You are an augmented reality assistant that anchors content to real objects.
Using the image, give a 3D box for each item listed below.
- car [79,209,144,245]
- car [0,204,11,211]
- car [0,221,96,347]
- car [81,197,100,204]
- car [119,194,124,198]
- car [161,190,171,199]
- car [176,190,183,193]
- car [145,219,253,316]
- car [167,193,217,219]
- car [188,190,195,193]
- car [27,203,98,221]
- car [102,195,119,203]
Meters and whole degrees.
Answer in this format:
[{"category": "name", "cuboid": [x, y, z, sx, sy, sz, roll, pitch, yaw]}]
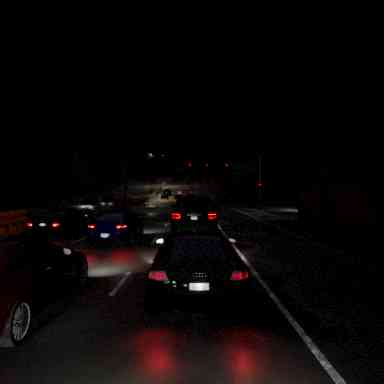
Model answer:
[{"category": "car", "cuboid": [-3.407, 1.526, 15.299, 1.812, 1.442, 4.674, 0, 0, 0]}, {"category": "car", "cuboid": [-17.612, 1.601, 28.432, 1.895, 1.301, 4.718, 0, 0, 0]}, {"category": "car", "cuboid": [-3.408, 1.526, 6.170, 1.812, 1.442, 4.674, 0, 0, 0]}, {"category": "car", "cuboid": [-17.601, 1.601, 57.739, 1.895, 1.301, 4.718, 0, 0, 0]}, {"category": "car", "cuboid": [-17.623, 1.244, 83.877, 2.033, 1.411, 5.357, 0, 2, 0]}, {"category": "car", "cuboid": [-7.142, 1.070, 87.093, 1.812, 1.442, 4.674, 0, 3, 0]}, {"category": "car", "cuboid": [-3.642, 1.070, 87.113, 1.812, 1.442, 4.674, 0, 3, 0]}, {"category": "car", "cuboid": [0.103, 1.564, 7.612, 1.994, 1.385, 4.181, 0, 0, -1]}, {"category": "car", "cuboid": [0.093, 1.221, 17.016, 2.150, 2.045, 5.566, 0, 0, 0]}, {"category": "car", "cuboid": [-0.145, 1.000, 87.522, 1.882, 1.535, 5.008, 0, 3, 0]}, {"category": "car", "cuboid": [-6.898, 1.547, 17.751, 2.033, 1.411, 5.357, 0, 0, -1]}, {"category": "car", "cuboid": [-17.545, 1.499, 70.398, 1.837, 1.490, 4.892, 0, 0, 0]}]
